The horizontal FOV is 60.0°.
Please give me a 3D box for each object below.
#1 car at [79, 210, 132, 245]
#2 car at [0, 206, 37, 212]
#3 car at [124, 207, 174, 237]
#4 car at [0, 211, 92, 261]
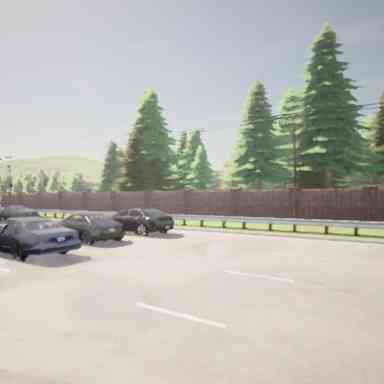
[{"bbox_3d":[-5.231,1.707,16.241,4.181,1.385,1.994,-1,0,36],"label":"car"},{"bbox_3d":[-14.659,1.839,27.273,5.357,1.411,2.033,-1,0,36],"label":"car"},{"bbox_3d":[-3.253,1.650,19.133,4.892,1.490,1.837,0,0,36],"label":"car"},{"bbox_3d":[-6.510,1.681,12.844,5.357,1.411,2.033,-1,0,36],"label":"car"}]
